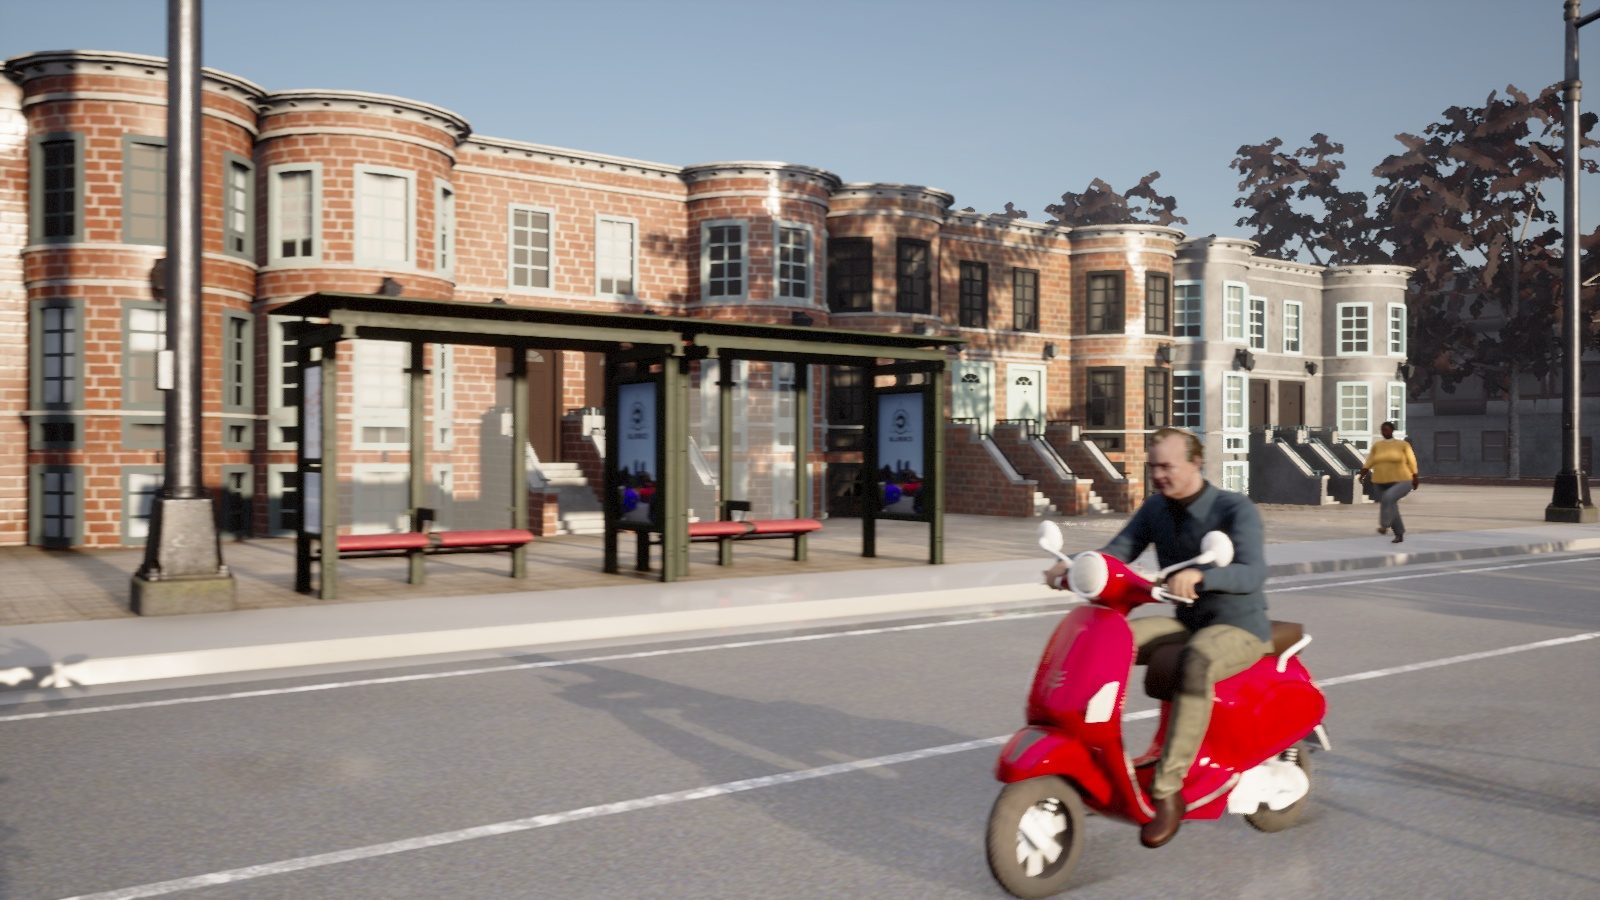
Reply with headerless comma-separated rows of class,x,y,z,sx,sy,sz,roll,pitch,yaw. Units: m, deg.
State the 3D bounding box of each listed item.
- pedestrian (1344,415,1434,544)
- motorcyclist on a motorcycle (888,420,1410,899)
pedestrian,8.757,0.426,18.683,0.900,1.855,0.874,0,0,-35
motorcyclist on a motorcycle,1.303,0.707,4.566,1.817,1.590,0.866,0,0,-35
